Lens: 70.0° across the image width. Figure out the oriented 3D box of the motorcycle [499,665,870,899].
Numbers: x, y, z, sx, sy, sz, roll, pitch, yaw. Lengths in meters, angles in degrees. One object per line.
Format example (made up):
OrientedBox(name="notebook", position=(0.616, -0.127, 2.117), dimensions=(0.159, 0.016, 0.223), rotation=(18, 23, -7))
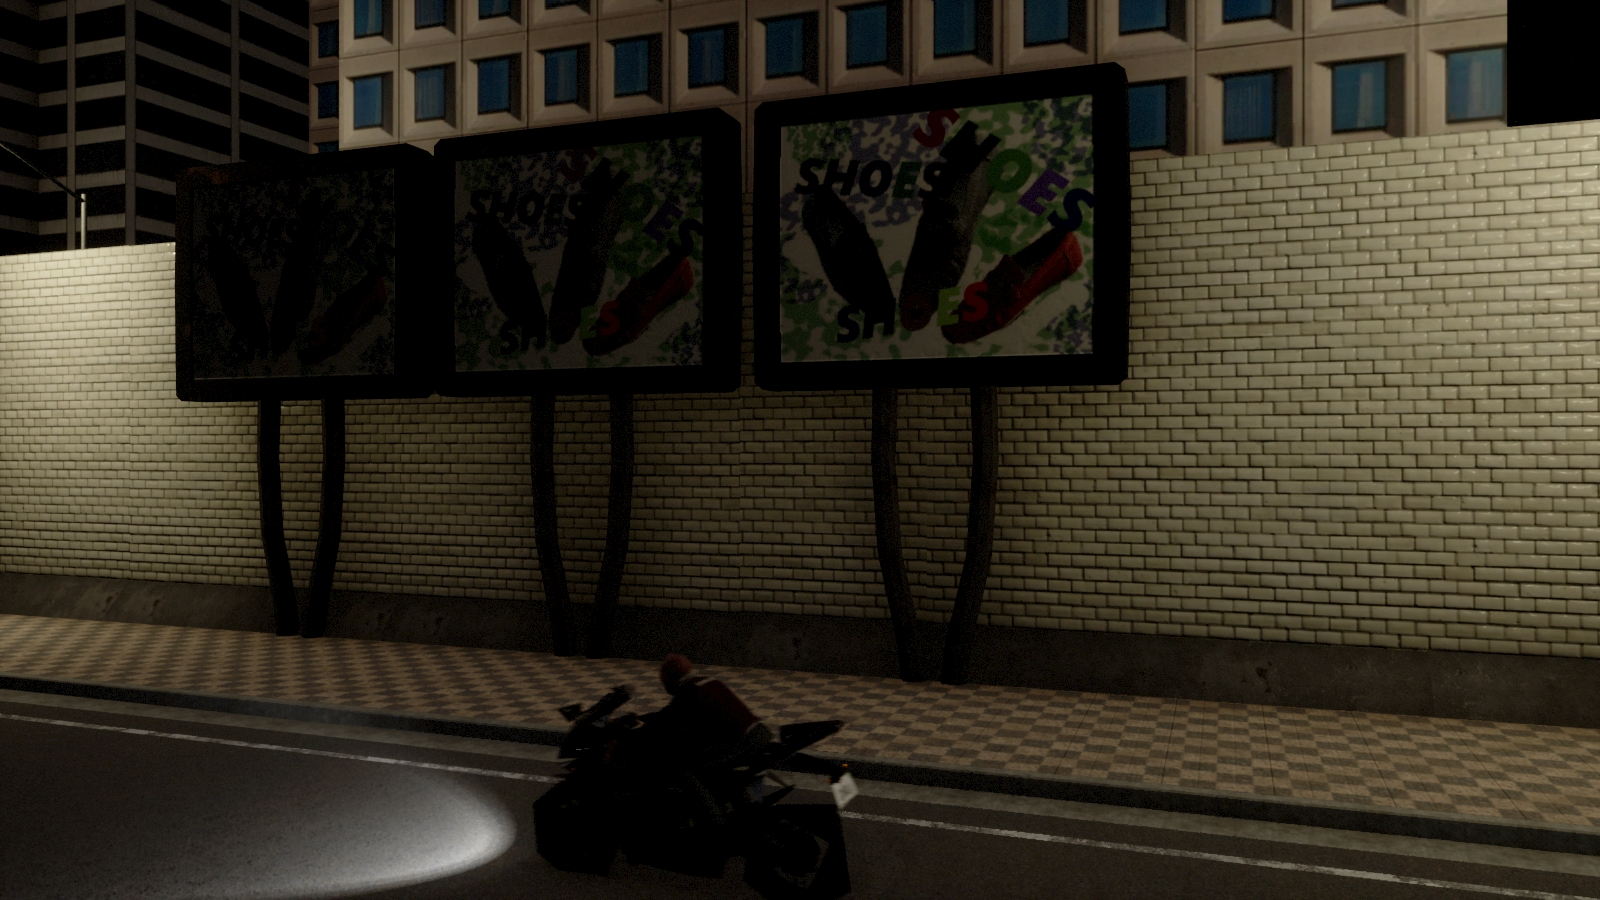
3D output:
OrientedBox(name="motorcycle", position=(-0.739, 2.149, 7.321), dimensions=(2.209, 1.251, 0.867), rotation=(0, 0, 20))
